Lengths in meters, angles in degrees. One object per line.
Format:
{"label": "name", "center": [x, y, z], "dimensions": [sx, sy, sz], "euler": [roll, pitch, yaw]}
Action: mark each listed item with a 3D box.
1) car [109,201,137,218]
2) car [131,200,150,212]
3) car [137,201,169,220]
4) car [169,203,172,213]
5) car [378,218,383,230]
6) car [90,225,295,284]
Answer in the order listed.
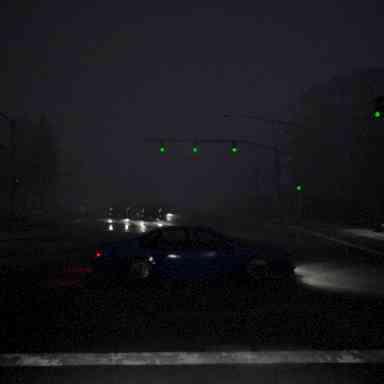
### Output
{"label": "car", "center": [-7.099, 1.696, 34.392], "dimensions": [2.097, 1.767, 4.553], "euler": [0, -1, 0]}
{"label": "car", "center": [-7.083, 1.941, 46.371], "dimensions": [1.882, 1.535, 5.008], "euler": [0, -1, 0]}
{"label": "car", "center": [-3.599, 1.667, 31.490], "dimensions": [2.097, 1.767, 4.553], "euler": [0, -1, 0]}
{"label": "car", "center": [-3.592, 2.032, 43.091], "dimensions": [1.895, 1.301, 4.718], "euler": [0, -1, 0]}
{"label": "car", "center": [13.961, 1.730, 20.371], "dimensions": [4.674, 1.442, 1.812], "euler": [0, -1, -2]}
{"label": "car", "center": [0.004, 1.642, 9.327], "dimensions": [5.357, 1.411, 2.033], "euler": [0, -1, -1]}
